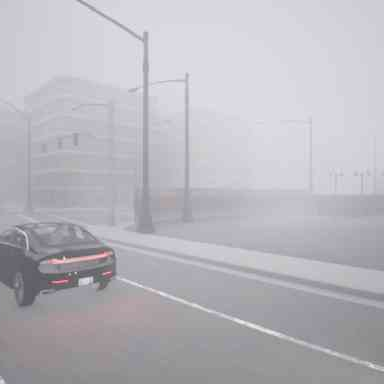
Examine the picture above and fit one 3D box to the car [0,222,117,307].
[{"bbox_3d":[-3.683,1.491,8.121,2.128,1.511,4.902,0,0,-43],"label":"car"}]
